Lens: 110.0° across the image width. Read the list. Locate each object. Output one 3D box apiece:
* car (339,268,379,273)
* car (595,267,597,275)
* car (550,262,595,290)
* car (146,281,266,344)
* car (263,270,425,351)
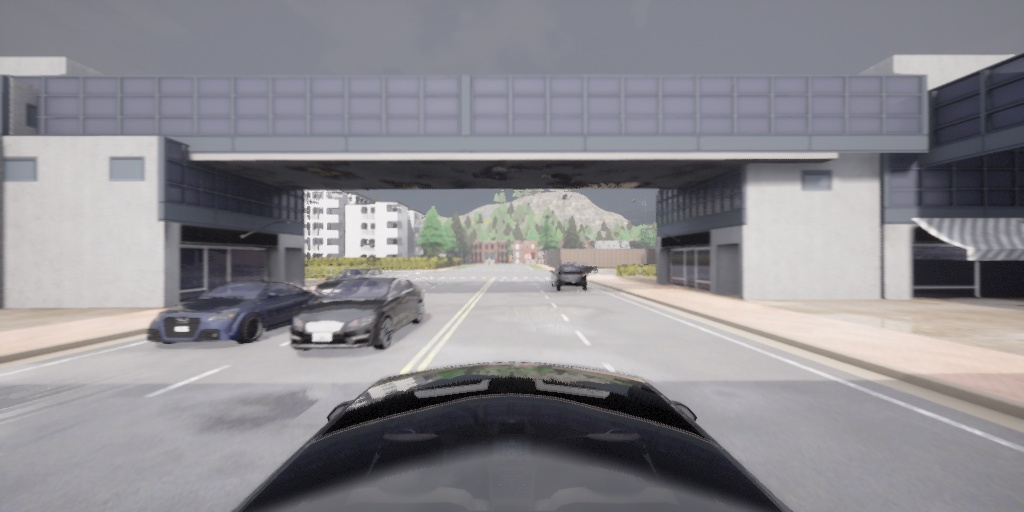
[{"bbox_3d":[-7.093,1.322,16.471,2.128,1.511,4.902,0,0,0],"label":"car"},{"bbox_3d":[7.267,1.360,38.923,4.902,1.511,2.128,0,-1,-41],"label":"car"},{"bbox_3d":[3.544,1.312,22.947,2.128,1.511,4.902,0,0,0],"label":"car"},{"bbox_3d":[-7.017,1.376,9.645,1.994,1.385,4.181,0,0,1],"label":"car"},{"bbox_3d":[-3.604,1.282,9.258,2.128,1.511,4.902,0,0,0],"label":"car"}]
